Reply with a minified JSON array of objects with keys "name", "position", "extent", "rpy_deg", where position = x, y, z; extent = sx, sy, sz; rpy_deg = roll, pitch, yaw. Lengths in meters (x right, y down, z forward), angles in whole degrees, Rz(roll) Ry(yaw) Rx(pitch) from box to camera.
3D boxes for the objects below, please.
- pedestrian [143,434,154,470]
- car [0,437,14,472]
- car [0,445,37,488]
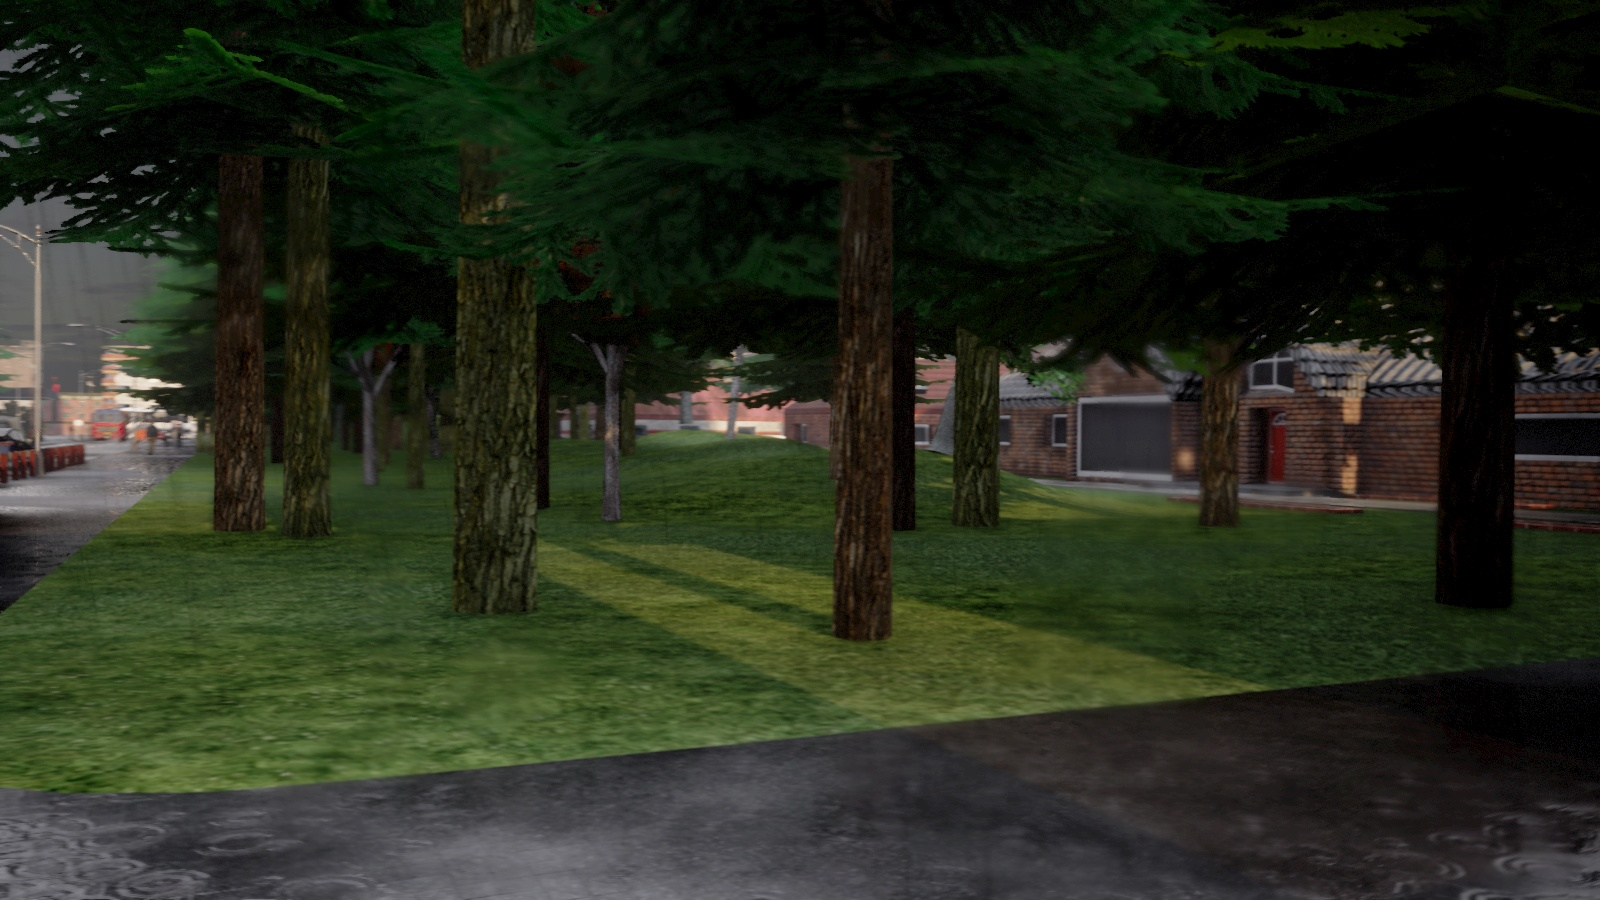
[{"name":"pedestrian","position":[-33.492,0.092,64.540],"extent":[0.402,1.842,0.726],"rpy_deg":[-1,1,-22]},{"name":"car","position":[-44.353,0.253,68.610],"extent":[1.905,1.878,3.866],"rpy_deg":[-1,1,-25]},{"name":"car","position":[-29.614,0.567,46.101],"extent":[2.163,1.488,4.792],"rpy_deg":[-1,1,-25]}]
